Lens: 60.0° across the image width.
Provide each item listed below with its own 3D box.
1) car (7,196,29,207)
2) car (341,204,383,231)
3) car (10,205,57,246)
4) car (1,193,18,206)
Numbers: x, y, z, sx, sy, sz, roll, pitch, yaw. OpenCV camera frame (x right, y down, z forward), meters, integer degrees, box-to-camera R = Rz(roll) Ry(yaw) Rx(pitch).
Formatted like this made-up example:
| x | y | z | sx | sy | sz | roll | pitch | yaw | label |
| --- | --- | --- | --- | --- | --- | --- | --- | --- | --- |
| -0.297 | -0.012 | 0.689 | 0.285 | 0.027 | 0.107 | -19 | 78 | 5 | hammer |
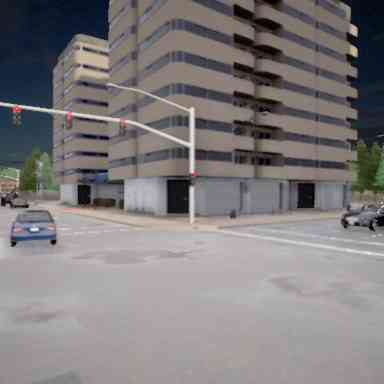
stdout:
| x | y | z | sx | sy | sz | roll | pitch | yaw | label |
| --- | --- | --- | --- | --- | --- | --- | --- | --- | --- |
| -23.549 | 1.565 | 45.443 | 1.994 | 1.385 | 4.181 | 0 | 0 | -34 | car |
| 11.160 | 1.496 | 20.542 | 4.902 | 1.511 | 2.128 | 0 | 0 | -35 | car |
| -7.336 | 1.548 | 15.541 | 2.033 | 1.411 | 5.357 | 0 | 0 | -25 | car |
| -29.253 | 1.223 | 53.581 | 2.150 | 2.045 | 5.566 | 0 | 0 | -35 | car |
